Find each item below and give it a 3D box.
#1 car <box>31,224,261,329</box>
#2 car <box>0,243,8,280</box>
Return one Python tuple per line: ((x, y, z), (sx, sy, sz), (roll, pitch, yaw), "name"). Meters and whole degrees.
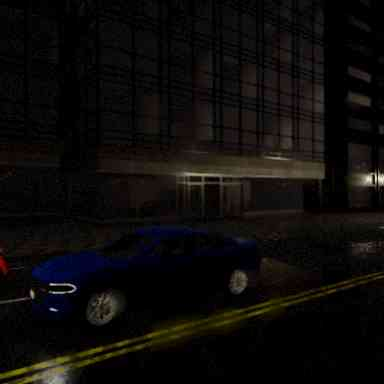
((-0.701, 1.507, 7.169), (5.008, 1.535, 1.882), (1, 0, -35), "car")
((-6.513, 1.342, 6.999), (4.553, 1.767, 2.097), (1, 0, -35), "car")
